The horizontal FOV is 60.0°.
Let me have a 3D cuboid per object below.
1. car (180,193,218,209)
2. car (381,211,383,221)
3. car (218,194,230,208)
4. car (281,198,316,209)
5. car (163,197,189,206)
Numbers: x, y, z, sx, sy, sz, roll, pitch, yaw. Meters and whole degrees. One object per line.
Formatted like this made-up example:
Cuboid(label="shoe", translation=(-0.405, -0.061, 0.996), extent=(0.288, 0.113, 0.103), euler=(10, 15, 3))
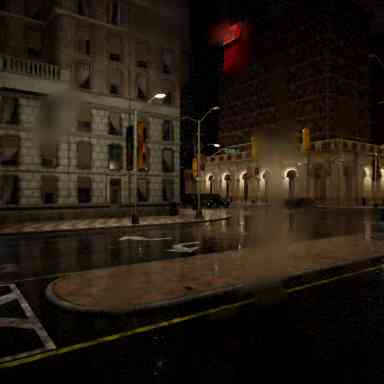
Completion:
Cuboid(label="car", translation=(0.596, 1.224, 45.947), extent=(2.150, 2.045, 5.566), euler=(0, 0, -35))
Cuboid(label="car", translation=(16.207, 1.567, 25.271), extent=(4.181, 1.385, 1.994), euler=(0, 0, -35))
Cuboid(label="car", translation=(3.085, 1.225, 48.486), extent=(2.150, 2.045, 5.566), euler=(0, 0, -36))
Cuboid(label="car", translation=(14.340, 1.495, 45.184), extent=(2.128, 1.511, 4.902), euler=(0, 0, -38))
Cuboid(label="car", translation=(-2.837, 1.551, 56.854), extent=(2.033, 1.411, 5.357), euler=(0, 0, -34))
